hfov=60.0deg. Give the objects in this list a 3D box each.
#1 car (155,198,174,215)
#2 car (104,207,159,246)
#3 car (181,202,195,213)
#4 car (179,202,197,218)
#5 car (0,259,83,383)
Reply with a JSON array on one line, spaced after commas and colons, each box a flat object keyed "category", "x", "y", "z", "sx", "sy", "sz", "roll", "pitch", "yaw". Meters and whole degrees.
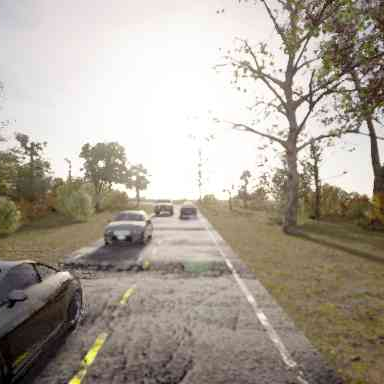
[{"category": "car", "x": -3.450, "y": 1.810, "z": 42.254, "sx": 2.150, "sy": 2.045, "sz": 5.566, "roll": 0, "pitch": -1, "yaw": 0}, {"category": "car", "x": -3.068, "y": 1.721, "z": 16.763, "sx": 2.128, "sy": 1.511, "sz": 4.902, "roll": 0, "pitch": -1, "yaw": -1}, {"category": "car", "x": -0.569, "y": 2.167, "z": 47.622, "sx": 1.837, "sy": 1.490, "sz": 4.892, "roll": 0, "pitch": -1, "yaw": -1}, {"category": "car", "x": -0.419, "y": 1.991, "z": 37.163, "sx": 1.882, "sy": 1.535, "sz": 5.008, "roll": 0, "pitch": -1, "yaw": -1}, {"category": "car", "x": -2.914, "y": 1.626, "z": 4.291, "sx": 1.994, "sy": 1.385, "sz": 4.181, "roll": 0, "pitch": -1, "yaw": -1}]
